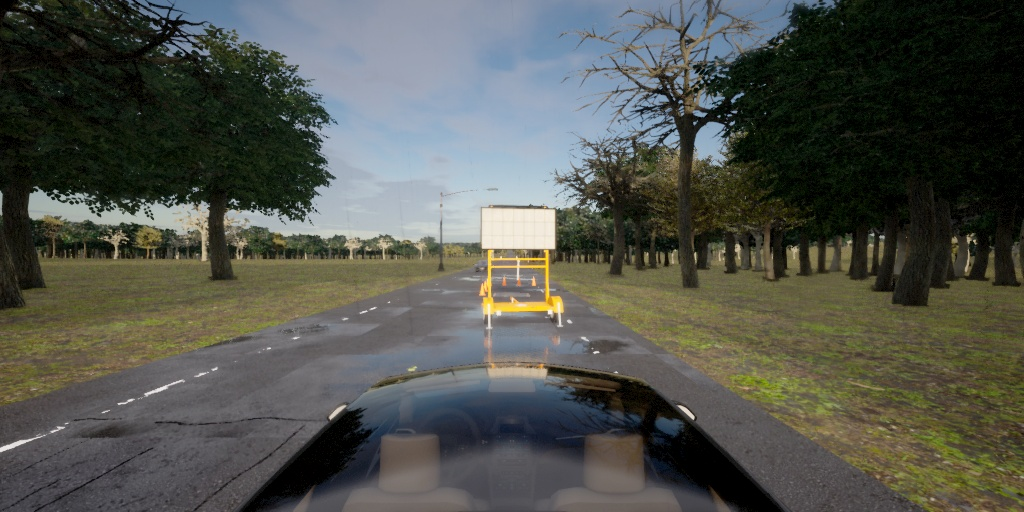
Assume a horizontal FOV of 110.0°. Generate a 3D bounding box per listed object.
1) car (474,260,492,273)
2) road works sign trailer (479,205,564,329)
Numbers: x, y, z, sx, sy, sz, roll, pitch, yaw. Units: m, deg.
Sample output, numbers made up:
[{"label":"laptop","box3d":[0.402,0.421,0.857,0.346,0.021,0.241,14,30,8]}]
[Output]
[{"label":"car","box3d":[-3.558,1.280,44.355,1.837,1.490,4.892,0,0,0]},{"label":"road works sign trailer","box3d":[0.182,0.211,11.364,2.380,3.560,2.880,0,0,-8]}]
